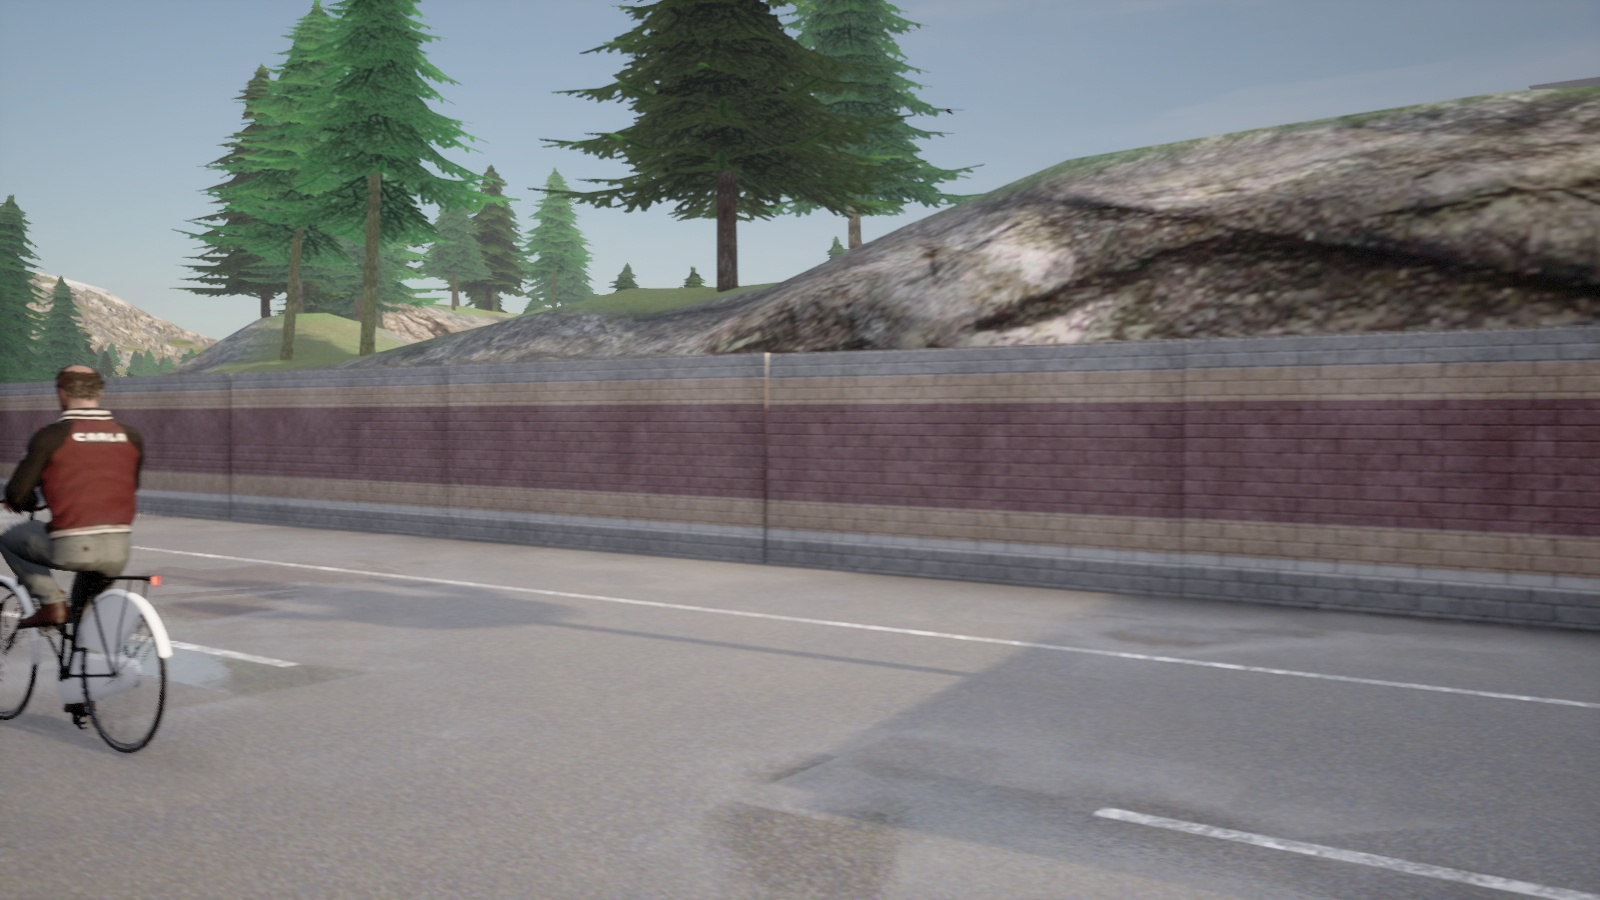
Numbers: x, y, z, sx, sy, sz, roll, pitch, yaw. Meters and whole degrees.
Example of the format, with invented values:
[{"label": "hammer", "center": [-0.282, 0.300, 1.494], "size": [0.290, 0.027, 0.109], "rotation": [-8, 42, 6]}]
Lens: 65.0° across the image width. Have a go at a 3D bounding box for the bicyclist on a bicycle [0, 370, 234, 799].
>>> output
[{"label": "bicyclist on a bicycle", "center": [-3.550, 0.552, 5.977], "size": [1.843, 1.776, 0.659], "rotation": [0, 1, 34]}]
